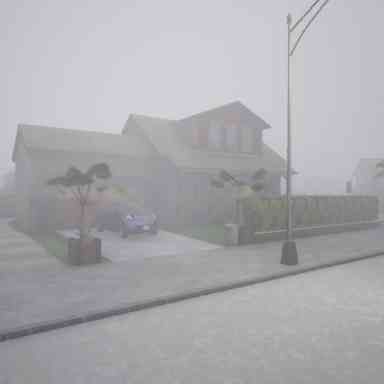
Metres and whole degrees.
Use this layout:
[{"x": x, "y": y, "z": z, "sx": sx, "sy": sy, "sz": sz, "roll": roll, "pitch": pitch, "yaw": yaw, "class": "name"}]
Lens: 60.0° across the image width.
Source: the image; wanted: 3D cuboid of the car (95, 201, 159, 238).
[{"x": -3.024, "y": 1.174, "z": 15.291, "sx": 1.845, "sy": 1.501, "sz": 3.633, "roll": 0, "pitch": 0, "yaw": -38, "class": "car"}]
